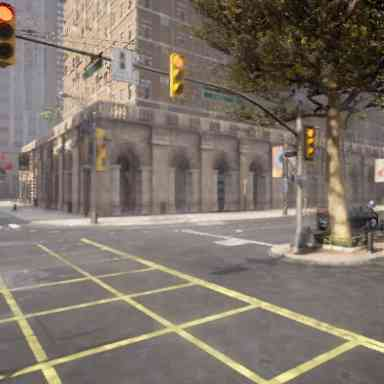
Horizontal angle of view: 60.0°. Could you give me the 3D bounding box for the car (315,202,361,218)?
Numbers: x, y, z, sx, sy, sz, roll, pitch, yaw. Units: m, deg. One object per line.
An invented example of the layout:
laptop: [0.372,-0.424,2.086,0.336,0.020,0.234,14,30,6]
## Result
car: [14.088,1.686,32.046,4.718,1.301,1.895,0,0,-36]

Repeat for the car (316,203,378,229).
car: [9.761,1.565,20.784,4.892,1.490,1.837,0,0,-35]
